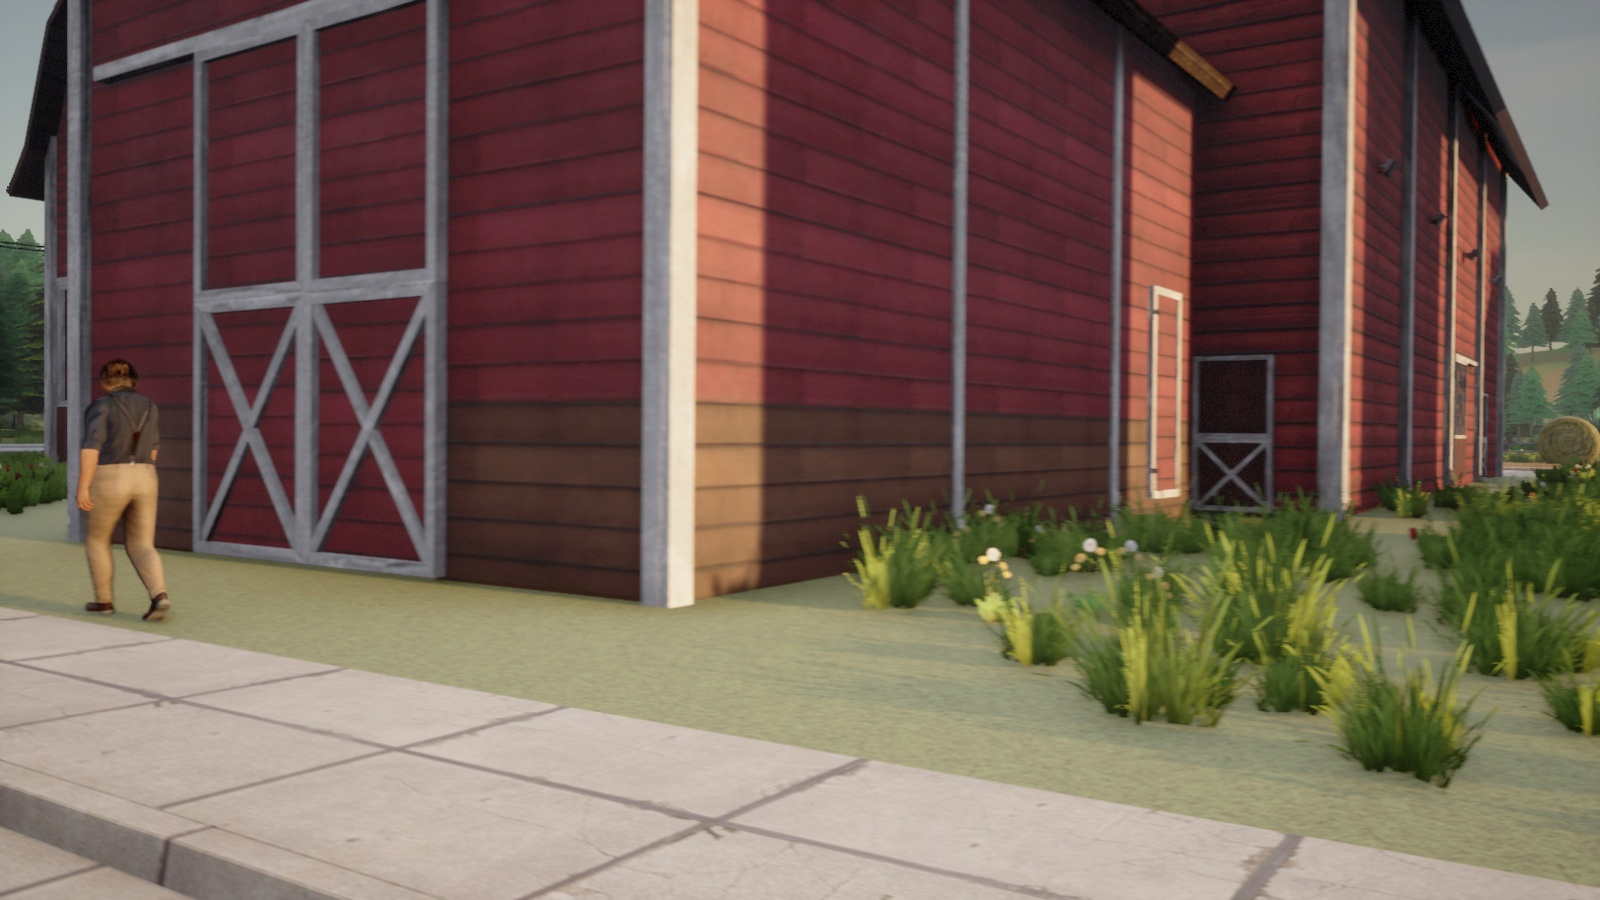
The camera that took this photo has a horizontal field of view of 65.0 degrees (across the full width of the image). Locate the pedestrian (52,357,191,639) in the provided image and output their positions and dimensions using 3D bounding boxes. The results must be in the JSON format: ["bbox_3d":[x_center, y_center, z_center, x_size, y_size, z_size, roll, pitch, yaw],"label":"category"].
[{"bbox_3d":[-4.657,0.310,8.621,0.694,1.848,0.540,0,1,32],"label":"pedestrian"}]
